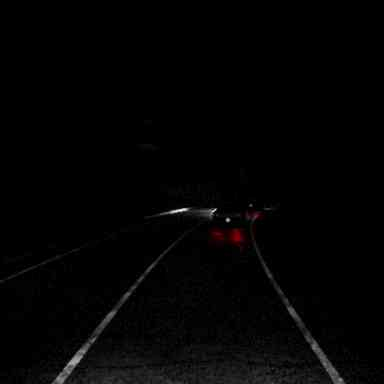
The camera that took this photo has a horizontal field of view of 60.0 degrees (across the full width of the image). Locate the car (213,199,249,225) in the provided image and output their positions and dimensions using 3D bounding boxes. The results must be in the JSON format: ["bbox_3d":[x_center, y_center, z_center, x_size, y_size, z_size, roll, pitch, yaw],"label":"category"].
[{"bbox_3d":[2.646,1.432,22.569,1.895,1.301,4.718,1,0,12],"label":"car"}]

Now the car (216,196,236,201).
[{"bbox_3d":[4.270,1.187,40.984,2.128,1.511,4.902,2,1,19],"label":"car"}]

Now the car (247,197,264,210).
[{"bbox_3d":[7.215,1.338,38.942,1.812,1.442,4.674,2,1,18],"label":"car"}]
